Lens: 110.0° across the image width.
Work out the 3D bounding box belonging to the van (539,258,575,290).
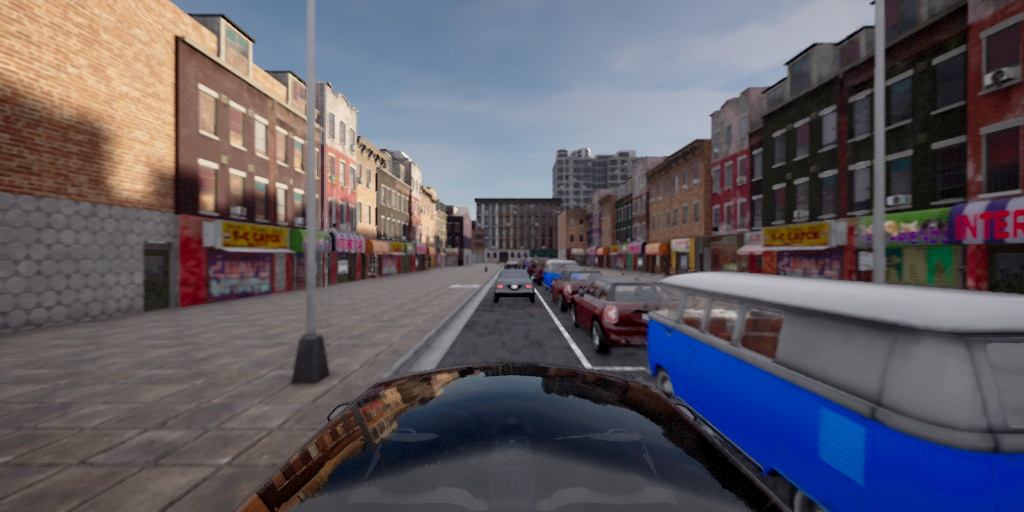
[{"bbox_3d":[2.636,1.100,19.806,1.690,1.789,3.998,0,0,0],"label":"van"}]

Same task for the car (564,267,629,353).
[{"bbox_3d":[2.637,1.193,8.855,1.967,1.591,4.097,0,0,0],"label":"car"}]

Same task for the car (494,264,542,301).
[{"bbox_3d":[0.101,1.305,17.196,2.033,1.411,5.357,0,0,0],"label":"car"}]

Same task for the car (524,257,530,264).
[{"bbox_3d":[2.636,1.087,36.232,2.192,1.841,5.009,0,0,0],"label":"car"}]

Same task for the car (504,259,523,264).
[{"bbox_3d":[0.074,1.255,42.531,1.882,1.535,5.008,0,0,0],"label":"car"}]

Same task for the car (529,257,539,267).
[{"bbox_3d":[2.636,1.078,25.277,2.192,1.841,5.009,0,0,0],"label":"car"}]

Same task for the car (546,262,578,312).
[{"bbox_3d":[2.637,1.195,14.330,1.967,1.591,4.097,0,0,0],"label":"car"}]

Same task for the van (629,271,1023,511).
[{"bbox_3d":[2.637,1.091,3.379,1.690,1.789,3.998,0,0,0],"label":"van"}]
